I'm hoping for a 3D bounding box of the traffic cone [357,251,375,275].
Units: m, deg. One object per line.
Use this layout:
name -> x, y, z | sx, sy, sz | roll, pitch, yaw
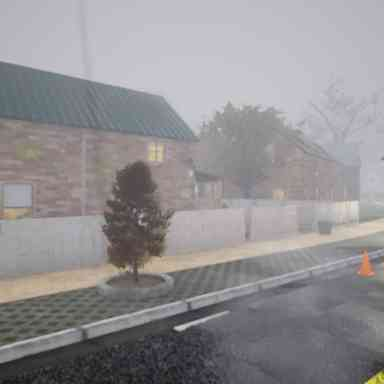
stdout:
traffic cone -> 4.704, 1.906, 8.996 | 0.340, 0.580, 0.340 | 0, 0, -38
